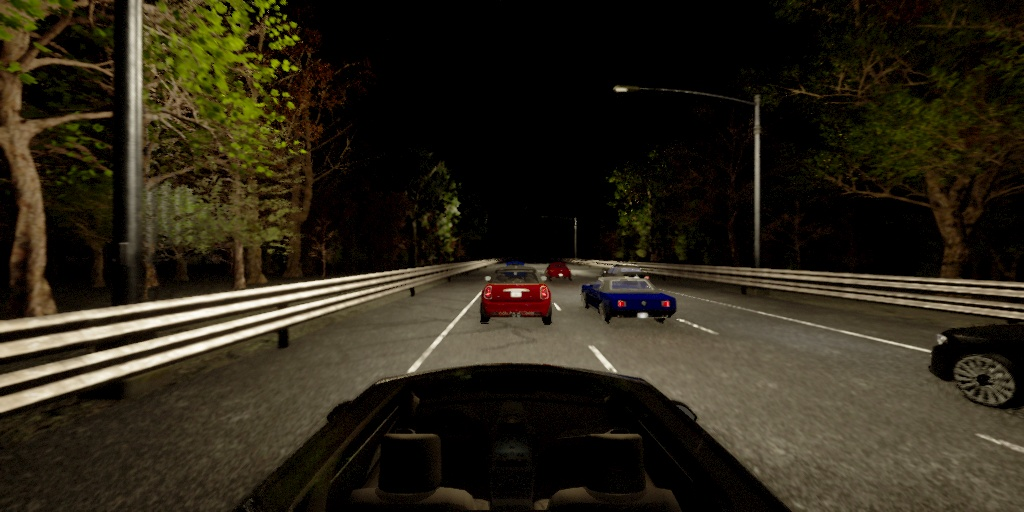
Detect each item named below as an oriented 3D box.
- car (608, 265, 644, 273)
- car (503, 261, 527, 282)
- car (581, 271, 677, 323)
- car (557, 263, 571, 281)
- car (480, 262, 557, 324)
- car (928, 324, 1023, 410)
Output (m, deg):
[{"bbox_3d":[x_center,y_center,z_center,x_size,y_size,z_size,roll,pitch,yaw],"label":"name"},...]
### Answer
[{"bbox_3d":[7.197,1.300,23.138,2.033,1.411,5.357,0,0,1],"label":"car"},{"bbox_3d":[0.279,1.229,30.202,1.882,1.535,5.008,0,0,1],"label":"car"},{"bbox_3d":[3.624,1.352,12.127,1.895,1.301,4.718,0,0,0],"label":"car"},{"bbox_3d":[3.771,1.277,29.758,1.812,1.442,4.674,0,0,1],"label":"car"},{"bbox_3d":[0.126,1.103,12.185,2.097,1.767,4.553,0,0,0],"label":"car"},{"bbox_3d":[7.106,1.243,3.250,2.128,1.511,4.902,0,0,0],"label":"car"}]
